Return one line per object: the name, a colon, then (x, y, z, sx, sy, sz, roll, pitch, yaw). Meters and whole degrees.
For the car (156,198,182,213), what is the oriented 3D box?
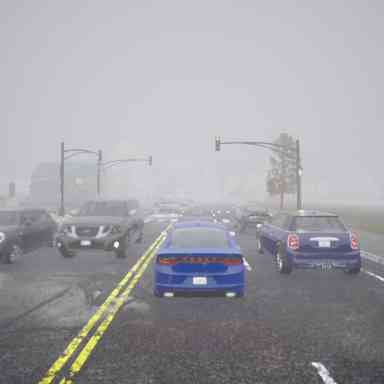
car: (-2.534, 1.650, 37.682, 1.895, 1.301, 4.718, 0, 0, 2)

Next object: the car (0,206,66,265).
car: (-6.502, 1.361, 11.718, 2.097, 1.767, 4.553, 0, 0, 1)

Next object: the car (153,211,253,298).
car: (0.160, 1.483, 8.598, 1.882, 1.535, 5.008, 0, 0, 0)

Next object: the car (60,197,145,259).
car: (-3.239, 1.233, 13.033, 2.150, 2.045, 5.566, 0, 0, 1)

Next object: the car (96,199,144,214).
car: (-7.914, 1.586, 37.220, 2.033, 1.411, 5.357, 1, 0, 33)

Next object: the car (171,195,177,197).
car: (-3.846, 1.488, 69.288, 2.097, 1.767, 4.553, 0, 0, 4)

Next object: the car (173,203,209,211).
car: (0.307, 1.562, 18.411, 2.033, 1.411, 5.357, 0, 0, 1)

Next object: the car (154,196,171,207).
car: (-4.970, 1.595, 53.763, 1.837, 1.490, 4.892, 0, 0, 4)

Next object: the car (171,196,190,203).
car: (-1.805, 1.683, 52.273, 1.895, 1.301, 4.718, 0, 0, 3)

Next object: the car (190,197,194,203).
car: (-0.561, 1.696, 69.631, 1.994, 1.385, 4.181, 0, 0, 4)

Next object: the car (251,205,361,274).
car: (3.440, 1.358, 10.694, 2.097, 1.767, 4.553, 0, 0, 1)

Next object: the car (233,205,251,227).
car: (3.597, 1.520, 19.846, 1.837, 1.490, 4.892, 0, 0, 1)
